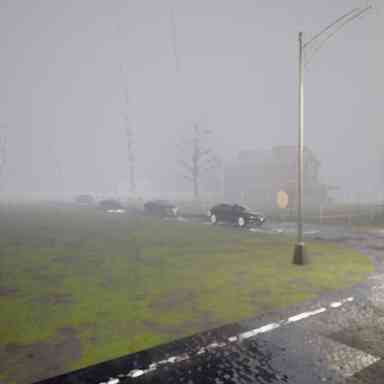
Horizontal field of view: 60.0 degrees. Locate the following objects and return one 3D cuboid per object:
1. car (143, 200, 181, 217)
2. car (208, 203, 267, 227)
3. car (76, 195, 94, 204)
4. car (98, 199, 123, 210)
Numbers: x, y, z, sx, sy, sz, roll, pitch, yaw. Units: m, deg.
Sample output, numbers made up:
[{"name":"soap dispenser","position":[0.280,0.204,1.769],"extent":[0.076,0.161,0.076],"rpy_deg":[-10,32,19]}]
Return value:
[{"name":"car","position":[-2.919,1.489,31.843],"extent":[2.128,1.511,4.902],"rpy_deg":[0,0,-35]},{"name":"car","position":[3.087,1.529,23.310],"extent":[1.837,1.490,4.892],"rpy_deg":[0,0,-35]},{"name":"car","position":[-19.626,1.282,60.696],"extent":[2.097,1.767,4.553],"rpy_deg":[0,0,-35]},{"name":"car","position":[-10.438,1.532,42.544],"extent":[1.994,1.385,4.181],"rpy_deg":[0,0,-35]}]
